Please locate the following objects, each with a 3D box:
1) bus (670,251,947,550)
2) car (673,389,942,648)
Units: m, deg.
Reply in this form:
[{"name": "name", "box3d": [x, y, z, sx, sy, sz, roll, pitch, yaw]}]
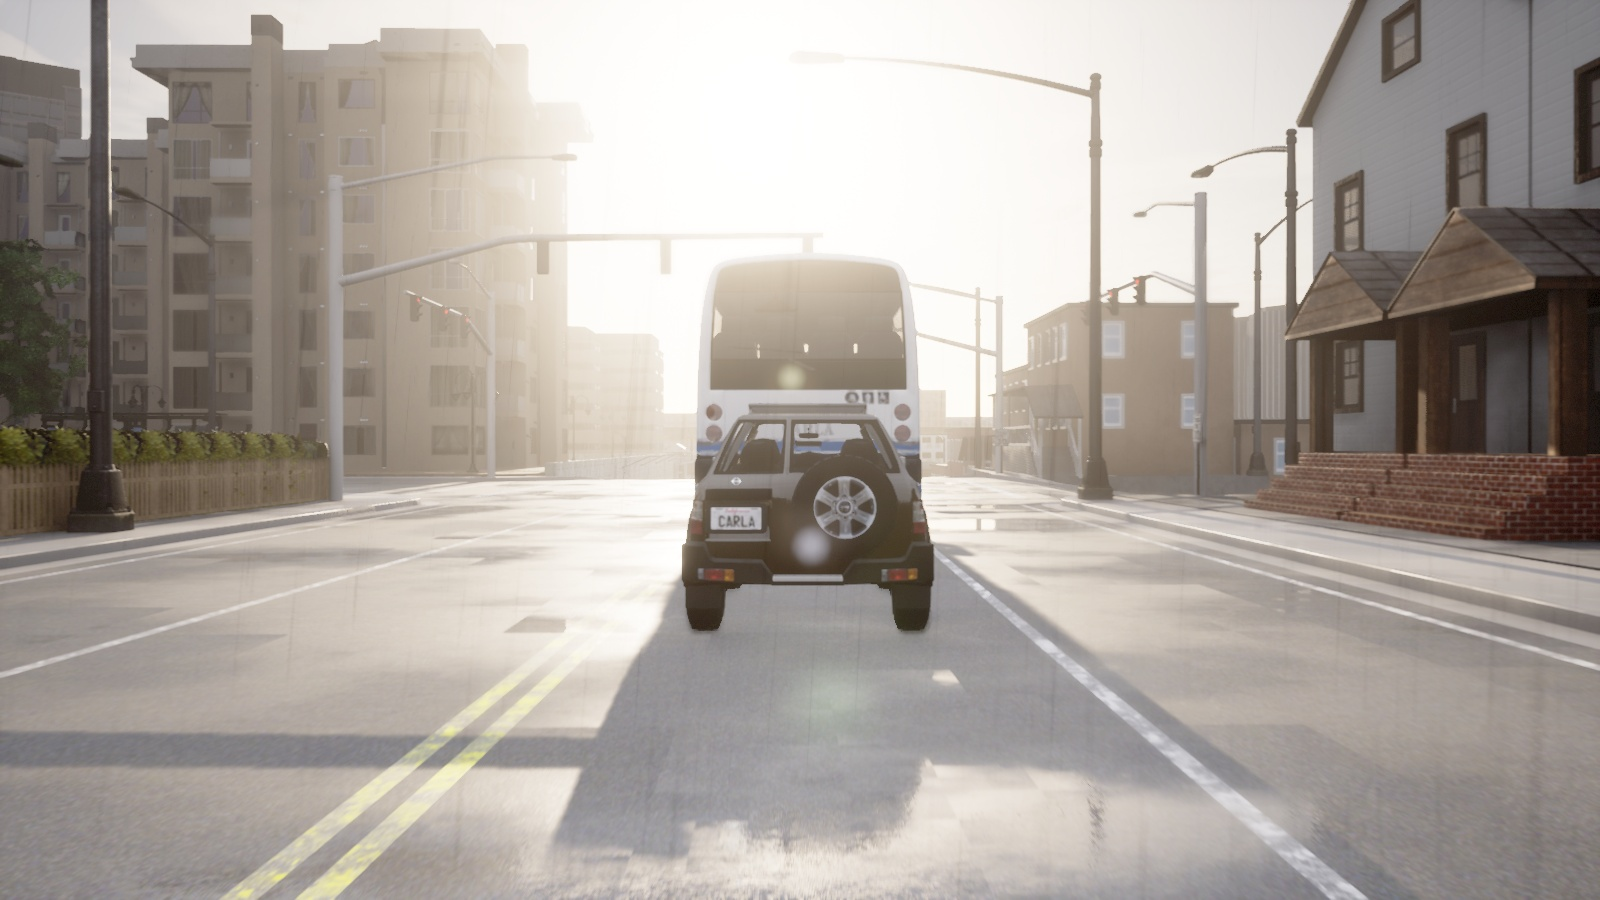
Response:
[{"name": "bus", "box3d": [0.148, -0.721, 23.042, 3.944, 4.253, 10.273, 0, 0, 0]}, {"name": "car", "box3d": [0.080, 0.515, 11.321, 1.932, 1.855, 4.605, 0, -1, 1]}]
